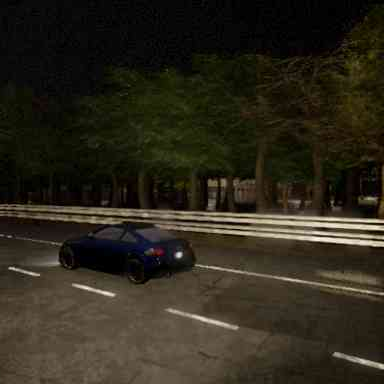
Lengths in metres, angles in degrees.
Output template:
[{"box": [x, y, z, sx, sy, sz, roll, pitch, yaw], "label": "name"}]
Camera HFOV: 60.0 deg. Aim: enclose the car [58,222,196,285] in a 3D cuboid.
[{"box": [-1.961, 1.570, 9.573, 4.181, 1.385, 1.994, 0, 0, 36], "label": "car"}]
